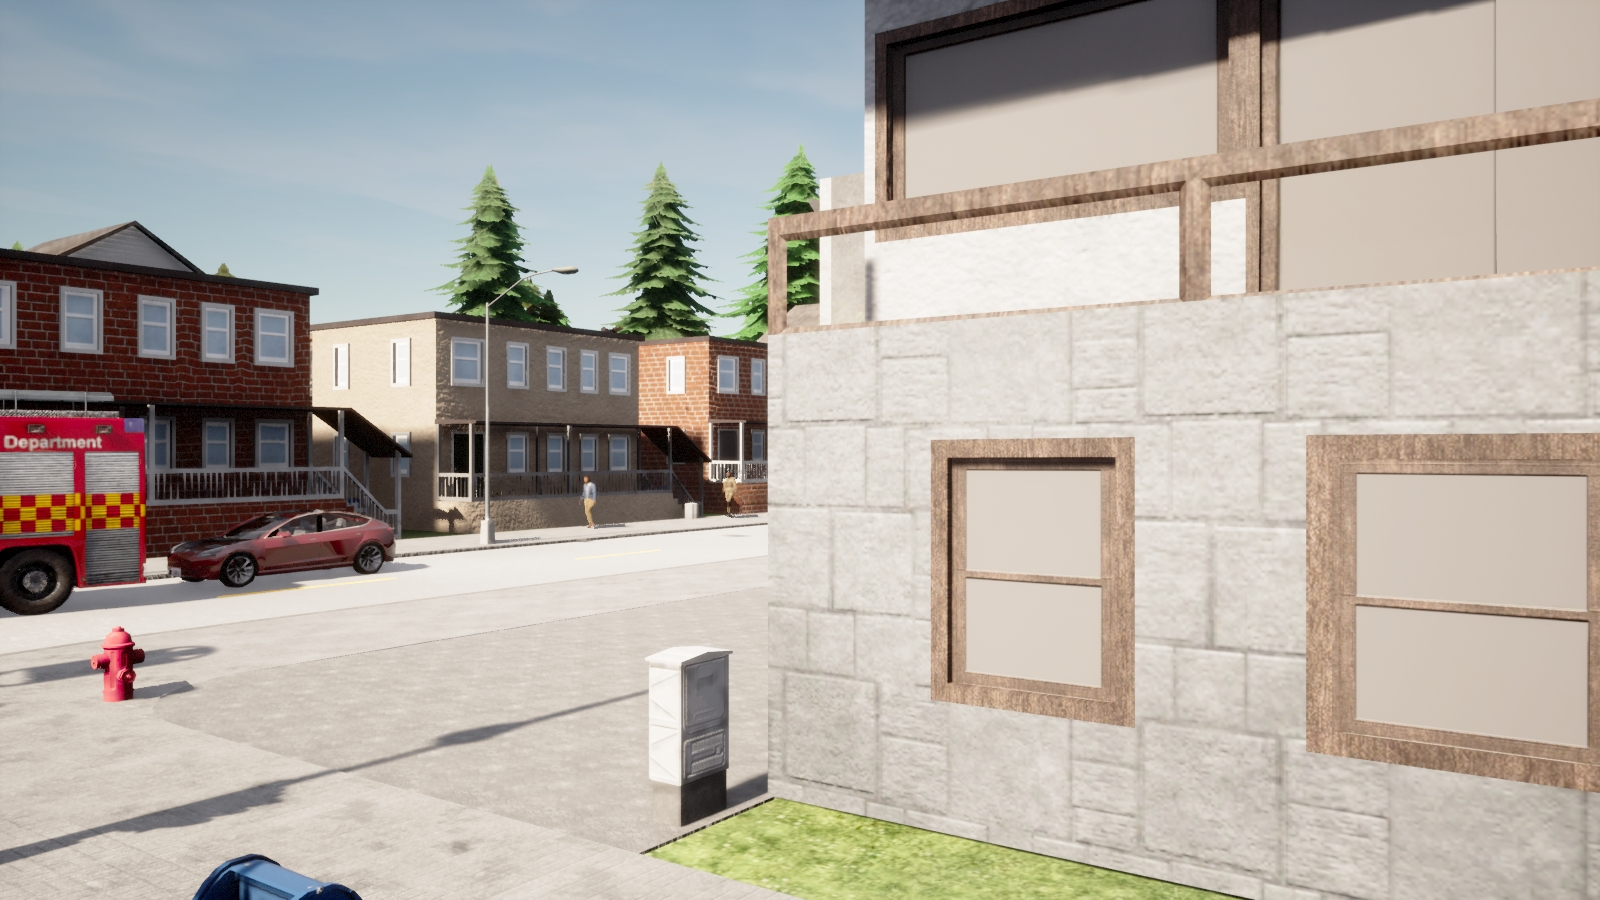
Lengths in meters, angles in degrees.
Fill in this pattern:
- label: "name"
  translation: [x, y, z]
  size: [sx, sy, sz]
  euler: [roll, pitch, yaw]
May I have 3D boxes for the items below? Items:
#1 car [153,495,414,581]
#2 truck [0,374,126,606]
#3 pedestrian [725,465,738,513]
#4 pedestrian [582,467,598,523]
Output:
- label: "car"
  translation: [-11.210, 1.843, 25.118]
  size: [2.163, 1.488, 4.792]
  euler: [0, 0, 35]
- label: "truck"
  translation: [-15.882, 0.669, 18.128]
  size: [2.891, 3.827, 8.468]
  euler: [0, 0, 44]
- label: "pedestrian"
  translation: [-2.682, 1.524, 44.770]
  size: [0.375, 1.860, 0.375]
  euler: [0, 0, 30]
- label: "pedestrian"
  translation: [-7.149, 1.524, 38.881]
  size: [0.375, 1.860, 0.375]
  euler: [0, 0, 35]
